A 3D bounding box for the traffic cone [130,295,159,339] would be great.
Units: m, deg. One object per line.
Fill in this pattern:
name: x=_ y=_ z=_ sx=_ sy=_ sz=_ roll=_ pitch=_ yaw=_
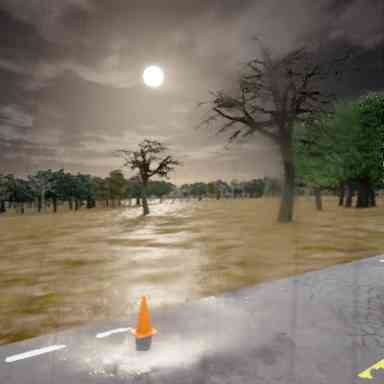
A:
traffic cone: x=-0.759 y=1.945 z=5.294 sx=0.340 sy=0.580 sz=0.340 roll=0 pitch=0 yaw=-36
